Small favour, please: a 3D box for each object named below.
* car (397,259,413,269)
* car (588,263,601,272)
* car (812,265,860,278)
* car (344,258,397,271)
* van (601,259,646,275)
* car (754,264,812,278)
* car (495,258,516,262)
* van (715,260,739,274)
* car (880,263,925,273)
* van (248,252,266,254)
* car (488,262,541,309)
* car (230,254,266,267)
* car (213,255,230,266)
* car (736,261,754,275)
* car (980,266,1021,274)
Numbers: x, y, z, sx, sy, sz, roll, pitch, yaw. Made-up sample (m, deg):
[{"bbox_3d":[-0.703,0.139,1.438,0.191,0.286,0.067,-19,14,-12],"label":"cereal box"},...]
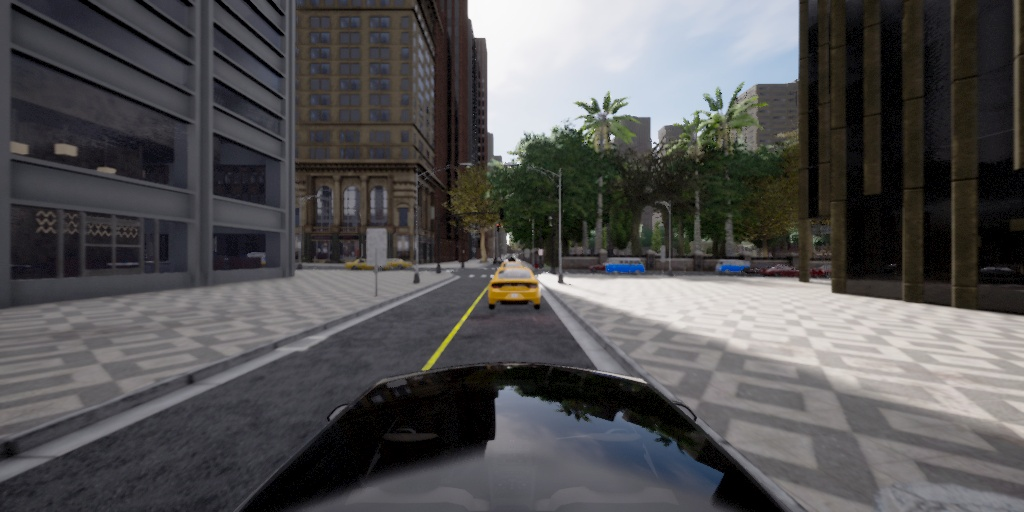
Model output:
[{"bbox_3d":[-15.374,0.919,46.351,4.829,1.417,1.751,0,0,0],"label":"car"},{"bbox_3d":[11.882,1.422,46.253,4.207,1.307,1.802,0,0,0],"label":"car"},{"bbox_3d":[33.956,1.630,37.648,4.097,1.591,1.967,0,0,0],"label":"car"},{"bbox_3d":[-15.055,0.905,37.825,4.829,1.417,1.751,0,0,0],"label":"car"},{"bbox_3d":[11.862,1.167,37.727,3.998,1.789,1.690,0,0,0],"label":"van"},{"bbox_3d":[28.433,1.682,37.668,4.207,1.307,1.802,0,0,0],"label":"car"},{"bbox_3d":[-0.005,1.140,24.705,1.882,1.535,5.008,0,0,0],"label":"car"},{"bbox_3d":[28.452,1.455,46.193,3.998,1.789,1.690,0,0,0],"label":"van"},{"bbox_3d":[46.751,1.588,43.365,4.674,1.442,1.812,1,0,0],"label":"car"},{"bbox_3d":[-32.214,0.458,46.412,3.998,1.789,1.690,0,0,0],"label":"van"},{"bbox_3d":[0.091,1.177,14.645,1.882,1.535,5.008,0,0,0],"label":"car"},{"bbox_3d":[-26.396,0.720,37.866,4.829,1.417,1.751,0,0,0],"label":"car"},{"bbox_3d":[-37.884,0.592,46.433,4.313,1.339,1.948,0,0,0],"label":"car"},{"bbox_3d":[30.865,1.697,43.498,5.357,1.411,2.033,1,0,1],"label":"car"},{"bbox_3d":[50.526,2.028,37.588,4.313,1.339,1.948,0,0,0],"label":"car"}]
